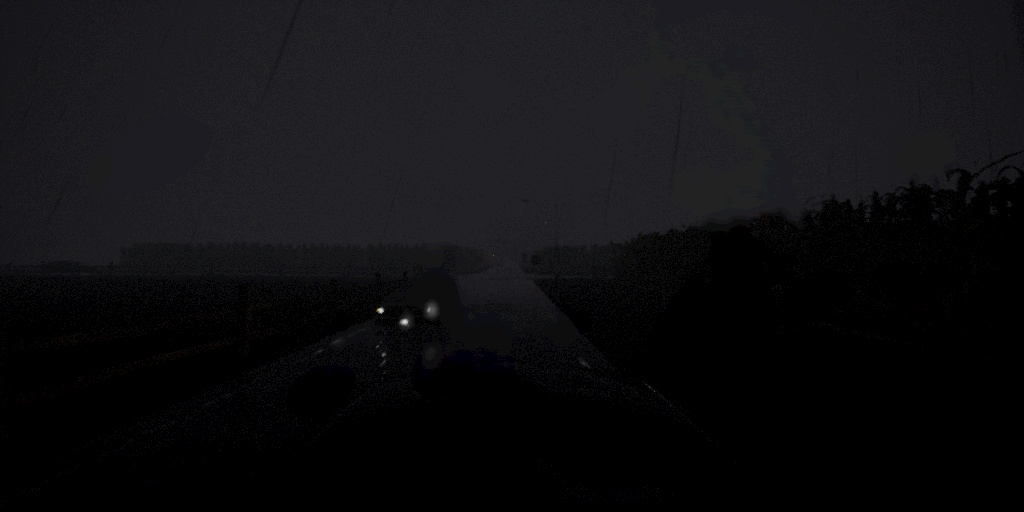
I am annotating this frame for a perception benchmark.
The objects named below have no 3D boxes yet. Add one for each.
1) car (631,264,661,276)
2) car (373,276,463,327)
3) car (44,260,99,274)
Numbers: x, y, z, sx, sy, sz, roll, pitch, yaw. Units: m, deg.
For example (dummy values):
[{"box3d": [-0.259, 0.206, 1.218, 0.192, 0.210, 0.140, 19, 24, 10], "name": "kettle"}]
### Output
[{"box3d": [15.706, 1.653, 40.233, 4.674, 1.442, 1.812, 0, -1, 1], "name": "car"}, {"box3d": [-2.848, 1.389, 12.188, 2.033, 1.411, 5.357, 0, 0, 0], "name": "car"}, {"box3d": [-50.227, 1.264, 40.899, 4.892, 1.490, 1.837, 0, -1, 1], "name": "car"}]
